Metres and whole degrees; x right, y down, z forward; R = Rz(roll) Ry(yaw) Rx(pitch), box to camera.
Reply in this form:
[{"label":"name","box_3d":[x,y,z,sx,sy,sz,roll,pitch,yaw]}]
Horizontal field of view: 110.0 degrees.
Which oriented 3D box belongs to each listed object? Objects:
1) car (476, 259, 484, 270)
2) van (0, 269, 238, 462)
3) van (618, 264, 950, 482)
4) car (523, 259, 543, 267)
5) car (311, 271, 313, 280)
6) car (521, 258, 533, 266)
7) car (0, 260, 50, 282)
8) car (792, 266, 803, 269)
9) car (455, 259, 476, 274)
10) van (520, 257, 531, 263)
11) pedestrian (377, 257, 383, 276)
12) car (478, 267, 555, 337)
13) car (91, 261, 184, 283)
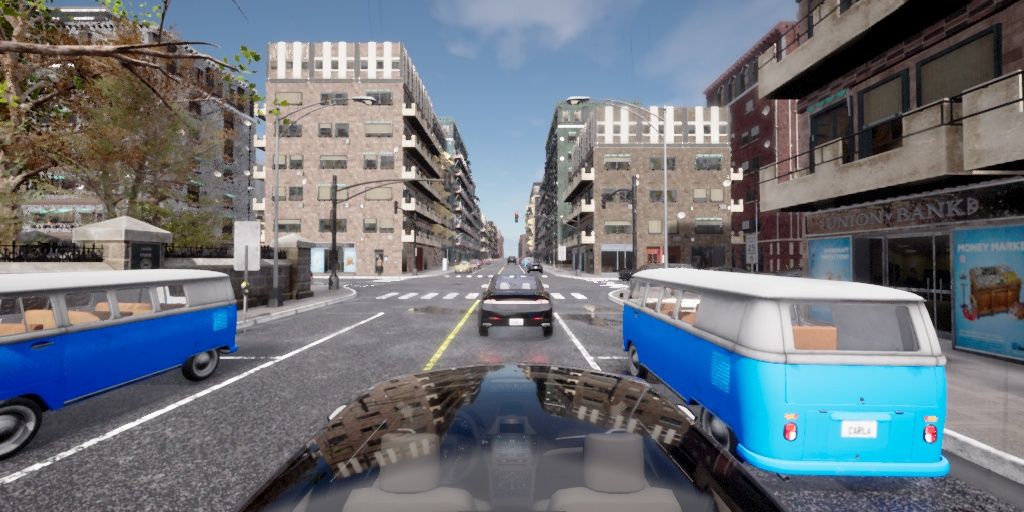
[{"label":"car","box_3d":[-5.700,1.204,53.833,1.967,1.591,4.097,0,0,0]},{"label":"van","box_3d":[-5.657,1.091,4.603,1.690,1.789,3.998,0,0,0]},{"label":"van","box_3d":[2.658,1.091,4.603,1.690,1.789,3.998,0,0,0]},{"label":"car","box_3d":[2.683,1.326,42.550,1.948,1.339,4.313,0,0,0]},{"label":"car","box_3d":[-16.592,0.997,25.296,4.553,1.767,2.097,0,-1,1]},{"label":"car","box_3d":[2.682,1.313,48.193,2.007,1.370,4.403,0,0,0]},{"label":"car","box_3d":[-36.517,1.042,25.535,4.892,1.490,1.837,0,-1,1]},{"label":"car","box_3d":[23.175,1.449,28.030,4.674,1.442,1.812,1,-1,1]},{"label":"car","box_3d":[-5.697,1.286,42.378,1.751,1.417,4.829,0,0,0]},{"label":"van","box_3d":[2.680,1.107,59.477,1.690,1.789,3.998,0,0,0]},{"label":"pedestrian","box_3d":[-12.545,0.965,33.989,0.375,1.860,0.375,0,-1,1]},{"label":"car","box_3d":[0.098,1.243,10.332,2.128,1.511,4.902,0,0,0]},{"label":"car","box_3d":[-26.418,1.117,25.409,4.674,1.442,1.812,0,-1,1]}]
